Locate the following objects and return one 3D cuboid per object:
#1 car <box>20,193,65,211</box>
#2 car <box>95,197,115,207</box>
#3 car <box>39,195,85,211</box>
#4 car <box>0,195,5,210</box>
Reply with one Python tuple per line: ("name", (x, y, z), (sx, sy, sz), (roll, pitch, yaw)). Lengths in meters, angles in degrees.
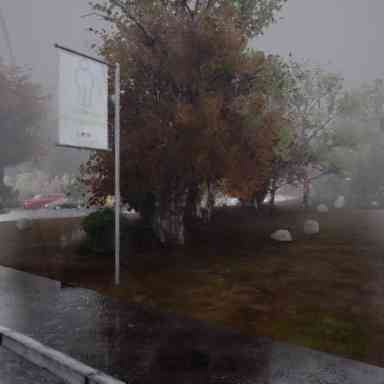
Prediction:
("car", (-18.621, 1.211, 42.159), (2.150, 2.045, 5.566), (0, 0, 38))
("car", (-12.321, 1.434, 50.203), (1.882, 1.535, 5.008), (0, 0, 38))
("car", (-15.435, 1.480, 40.550), (2.128, 1.511, 4.902), (0, 0, 38))
("car", (-21.618, 1.221, 32.802), (2.150, 2.045, 5.566), (0, 0, 39))
